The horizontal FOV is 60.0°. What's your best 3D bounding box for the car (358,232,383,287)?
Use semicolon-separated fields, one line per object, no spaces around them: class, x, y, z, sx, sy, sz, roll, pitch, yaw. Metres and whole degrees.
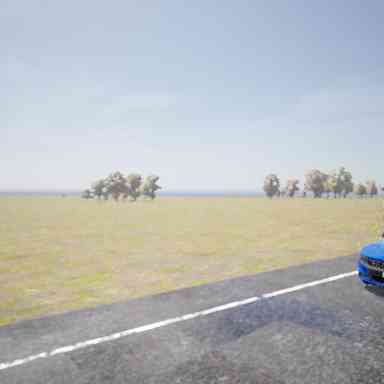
car;6.106;1.447;8.251;5.008;1.535;1.882;0;0;-35
